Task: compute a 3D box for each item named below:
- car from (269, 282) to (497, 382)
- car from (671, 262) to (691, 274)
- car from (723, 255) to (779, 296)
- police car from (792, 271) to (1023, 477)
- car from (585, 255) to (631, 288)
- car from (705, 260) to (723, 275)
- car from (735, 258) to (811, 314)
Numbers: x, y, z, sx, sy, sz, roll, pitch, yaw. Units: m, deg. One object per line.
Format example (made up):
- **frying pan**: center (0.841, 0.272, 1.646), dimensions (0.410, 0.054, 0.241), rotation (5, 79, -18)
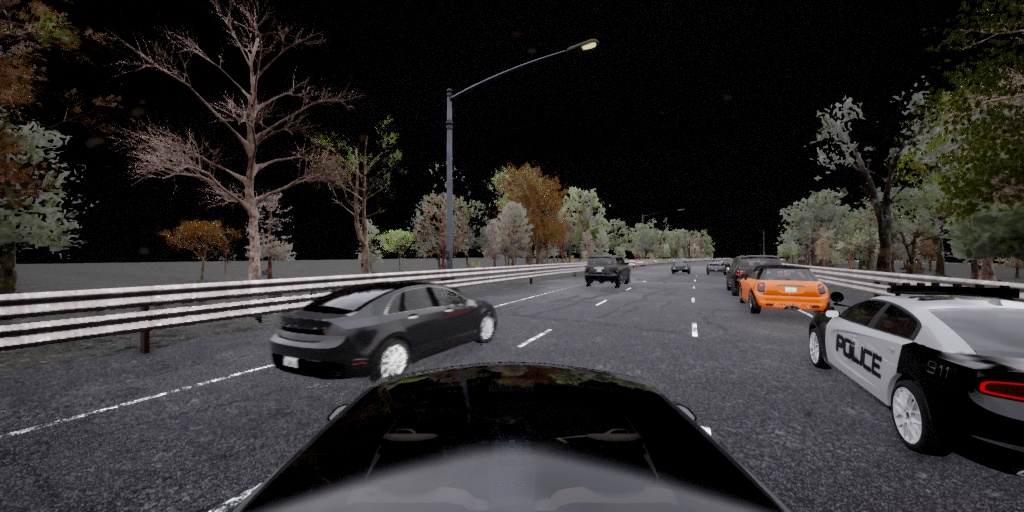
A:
- **car**: center (-2.017, 1.252, 7.164), dimensions (1.837, 1.490, 4.892), rotation (0, -1, 26)
- **car**: center (19.294, 1.370, 40.810), dimensions (1.895, 1.301, 4.718), rotation (0, 0, 29)
- **car**: center (12.626, 0.978, 18.758), dimensions (2.150, 2.045, 5.566), rotation (0, 0, 27)
- **police car**: center (5.603, 1.175, 4.695), dimensions (1.930, 1.638, 5.238), rotation (0, 0, 26)
- **car**: center (6.574, 0.976, 24.324), dimensions (2.150, 2.045, 5.566), rotation (0, 0, 27)
- **car**: center (22.407, 1.261, 39.332), dimensions (2.128, 1.511, 4.902), rotation (0, 0, 29)
- **car**: center (9.918, 1.102, 13.421), dimensions (2.097, 1.767, 4.553), rotation (0, 0, 27)
